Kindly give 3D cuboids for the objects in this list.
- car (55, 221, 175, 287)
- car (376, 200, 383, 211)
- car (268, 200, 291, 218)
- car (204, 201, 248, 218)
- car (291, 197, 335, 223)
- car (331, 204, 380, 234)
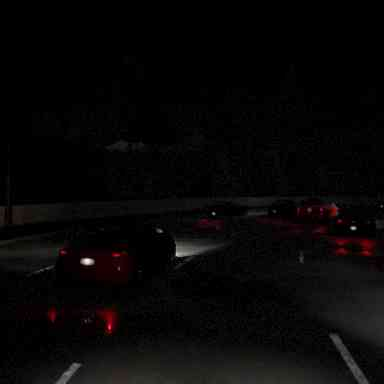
[{"bbox_3d":[-1.857,1.494,9.281,1.994,1.385,4.181,0,0,13],"label":"car"},{"bbox_3d":[21.309,1.476,35.535,4.181,1.385,1.994,0,0,-33],"label":"car"},{"bbox_3d":[8.235,1.397,28.989,1.812,1.442,4.674,0,0,40],"label":"car"},{"bbox_3d":[3.055,1.443,28.532,1.895,1.301,4.718,1,0,36],"label":"car"},{"bbox_3d":[9.445,1.257,24.887,2.097,1.767,4.553,1,1,36],"label":"car"},{"bbox_3d":[9.364,1.542,18.864,1.895,1.301,4.718,1,0,30],"label":"car"}]
